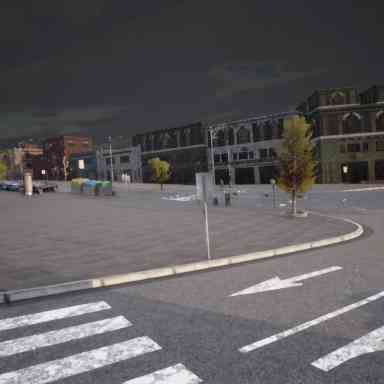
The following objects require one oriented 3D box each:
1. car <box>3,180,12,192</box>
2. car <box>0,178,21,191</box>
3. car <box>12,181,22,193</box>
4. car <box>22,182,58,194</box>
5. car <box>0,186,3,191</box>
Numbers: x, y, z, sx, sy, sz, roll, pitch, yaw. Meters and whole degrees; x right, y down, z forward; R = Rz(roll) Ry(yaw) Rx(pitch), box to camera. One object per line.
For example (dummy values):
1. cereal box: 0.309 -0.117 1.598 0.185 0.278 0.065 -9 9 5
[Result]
1. car: -26.741 -0.863 52.655 2.002 1.452 4.674 0 6 16
2. car: -31.575 -1.269 56.006 2.185 1.767 4.553 0 6 15
3. car: -24.343 -0.775 50.924 2.231 1.521 4.892 1 6 17
4. car: -21.981 -0.611 49.136 2.163 1.488 4.792 1 6 17
5. car: -29.139 -1.028 54.365 2.097 1.535 5.008 1 6 16
